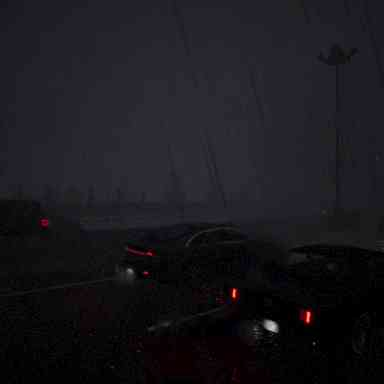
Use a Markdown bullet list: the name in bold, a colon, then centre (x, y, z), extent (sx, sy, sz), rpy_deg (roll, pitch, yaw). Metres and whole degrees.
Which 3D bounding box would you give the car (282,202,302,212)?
- **car**: centre (14.706, 2.125, 48.696), extent (2.033, 1.411, 5.357), rpy_deg (0, -1, 30)

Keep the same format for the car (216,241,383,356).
- **car**: centre (2.864, 1.668, 6.212), extent (4.718, 1.301, 1.895), rpy_deg (1, -1, -39)

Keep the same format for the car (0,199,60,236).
- **car**: centre (-7.815, 1.270, 11.430), extent (5.566, 2.045, 2.150), rpy_deg (1, 0, -36)

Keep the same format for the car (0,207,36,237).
- **car**: centre (-11.059, 1.609, 17.751), extent (4.674, 1.442, 1.812), rpy_deg (1, -1, -37)

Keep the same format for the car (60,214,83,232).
- **car**: centre (-7.485, 1.658, 16.117), extent (4.181, 1.385, 1.994), rpy_deg (1, -1, -39)

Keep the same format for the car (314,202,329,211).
- **car**: centre (19.841, 2.179, 50.620), extent (1.994, 1.385, 4.181), rpy_deg (0, -1, 30)

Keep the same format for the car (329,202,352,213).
- **car**: centre (19.258, 1.999, 42.568), extent (1.882, 1.535, 5.008), rpy_deg (0, -1, 30)

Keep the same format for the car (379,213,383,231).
- **car**: centre (13.696, 1.774, 21.833), extent (1.837, 1.490, 4.892), rpy_deg (0, -1, 41)

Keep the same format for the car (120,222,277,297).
- **car**: centre (0.523, 1.569, 8.851), extent (4.902, 1.511, 2.128), rpy_deg (1, -1, -39)
